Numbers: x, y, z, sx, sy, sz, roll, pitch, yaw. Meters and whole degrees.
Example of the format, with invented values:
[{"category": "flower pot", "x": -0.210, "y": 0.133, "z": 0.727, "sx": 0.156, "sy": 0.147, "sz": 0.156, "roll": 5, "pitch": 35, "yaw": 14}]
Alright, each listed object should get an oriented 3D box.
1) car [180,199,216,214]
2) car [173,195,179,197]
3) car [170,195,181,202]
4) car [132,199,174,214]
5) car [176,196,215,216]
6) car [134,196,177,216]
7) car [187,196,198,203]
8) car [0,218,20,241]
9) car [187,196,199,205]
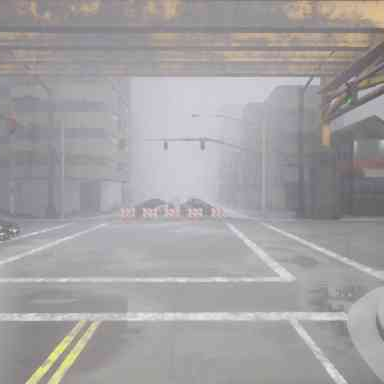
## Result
[{"category": "car", "x": 0.496, "y": 1.292, "z": 31.290, "sx": 1.853, "sy": 1.218, "sz": 4.536, "roll": 0, "pitch": 0, "yaw": -20}, {"category": "car", "x": -3.288, "y": 1.451, "z": 66.360, "sx": 2.038, "sy": 1.542, "sz": 4.974, "roll": 0, "pitch": 0, "yaw": 0}, {"category": "car", "x": -3.288, "y": 1.293, "z": 66.412, "sx": 1.853, "sy": 1.218, "sz": 4.536, "roll": 0, "pitch": 0, "yaw": 0}, {"category": "car", "x": -3.625, "y": 1.292, "z": 31.596, "sx": 1.853, "sy": 1.218, "sz": 4.536, "roll": 0, "pitch": 0, "yaw": 25}, {"category": "car", "x": 0.514, "y": 1.450, "z": 31.242, "sx": 2.038, "sy": 1.542, "sz": 4.974, "roll": 0, "pitch": 0, "yaw": -20}, {"category": "car", "x": -3.646, "y": 1.450, "z": 31.549, "sx": 2.038, "sy": 1.542, "sz": 4.974, "roll": 0, "pitch": 0, "yaw": 25}, {"category": "car", "x": 0.144, "y": 1.293, "z": 57.890, "sx": 1.853, "sy": 1.218, "sz": 4.536, "roll": 0, "pitch": 0, "yaw": 0}, {"category": "car", "x": -10.097, "y": 1.419, "z": 14.430, "sx": 4.892, "sy": 1.490, "sz": 1.837, "roll": 1, "pitch": 0, "yaw": 0}, {"category": "car", "x": 0.144, "y": 1.450, "z": 57.838, "sx": 2.038, "sy": 1.542, "sz": 4.974, "roll": 0, "pitch": 0, "yaw": 0}]
